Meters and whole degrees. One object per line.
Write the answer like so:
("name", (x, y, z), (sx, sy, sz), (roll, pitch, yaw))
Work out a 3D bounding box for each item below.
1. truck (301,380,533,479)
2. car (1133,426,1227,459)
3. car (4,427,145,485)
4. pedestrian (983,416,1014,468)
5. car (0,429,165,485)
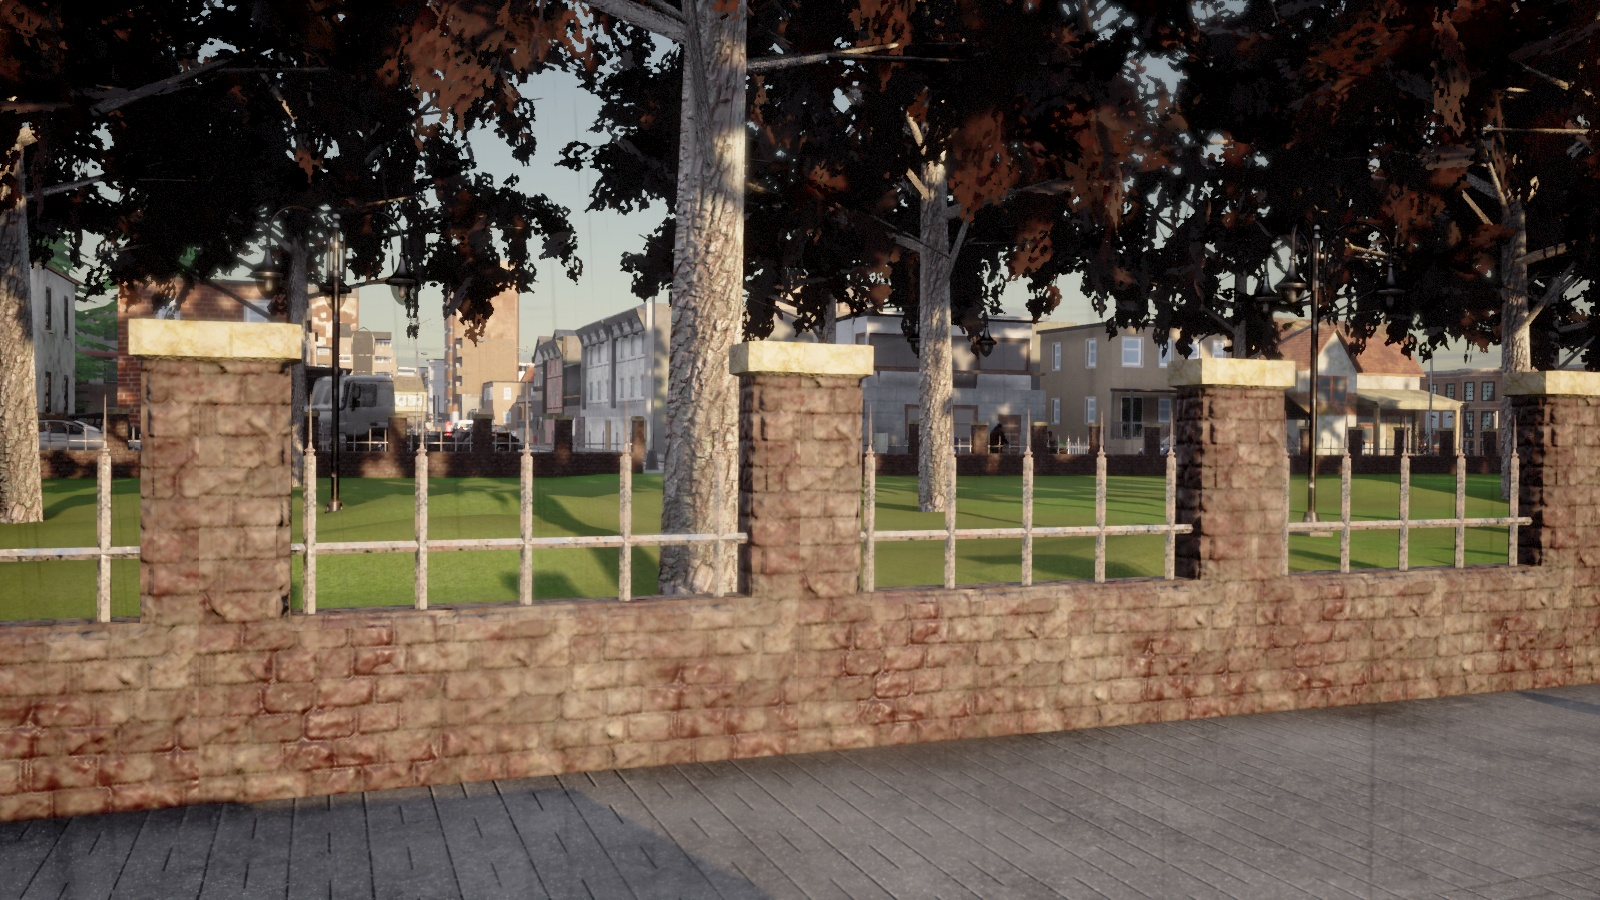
("truck", (-14.424, -0.805, 47.822), (7.936, 3.462, 2.891), (-1, 1, -44))
("car", (17.850, -0.389, 59.012), (3.806, 1.475, 1.970), (-1, 1, -21))
("car", (-24.669, 0.163, 42.846), (3.866, 1.878, 1.905), (-1, 1, -20))
("pedestrian", (7.106, -0.300, 44.914), (0.899, 1.844, 0.634), (-1, 1, -21))
("car", (-22.801, 0.184, 39.273), (5.027, 1.651, 2.152), (-1, 1, -22))
